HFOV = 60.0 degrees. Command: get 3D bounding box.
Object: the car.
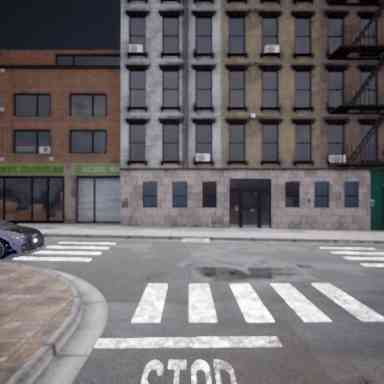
[{"bbox_3d":[-7.366,1.449,11.403,4.181,1.385,1.994,1,-1,-1],"label":"car"}]
